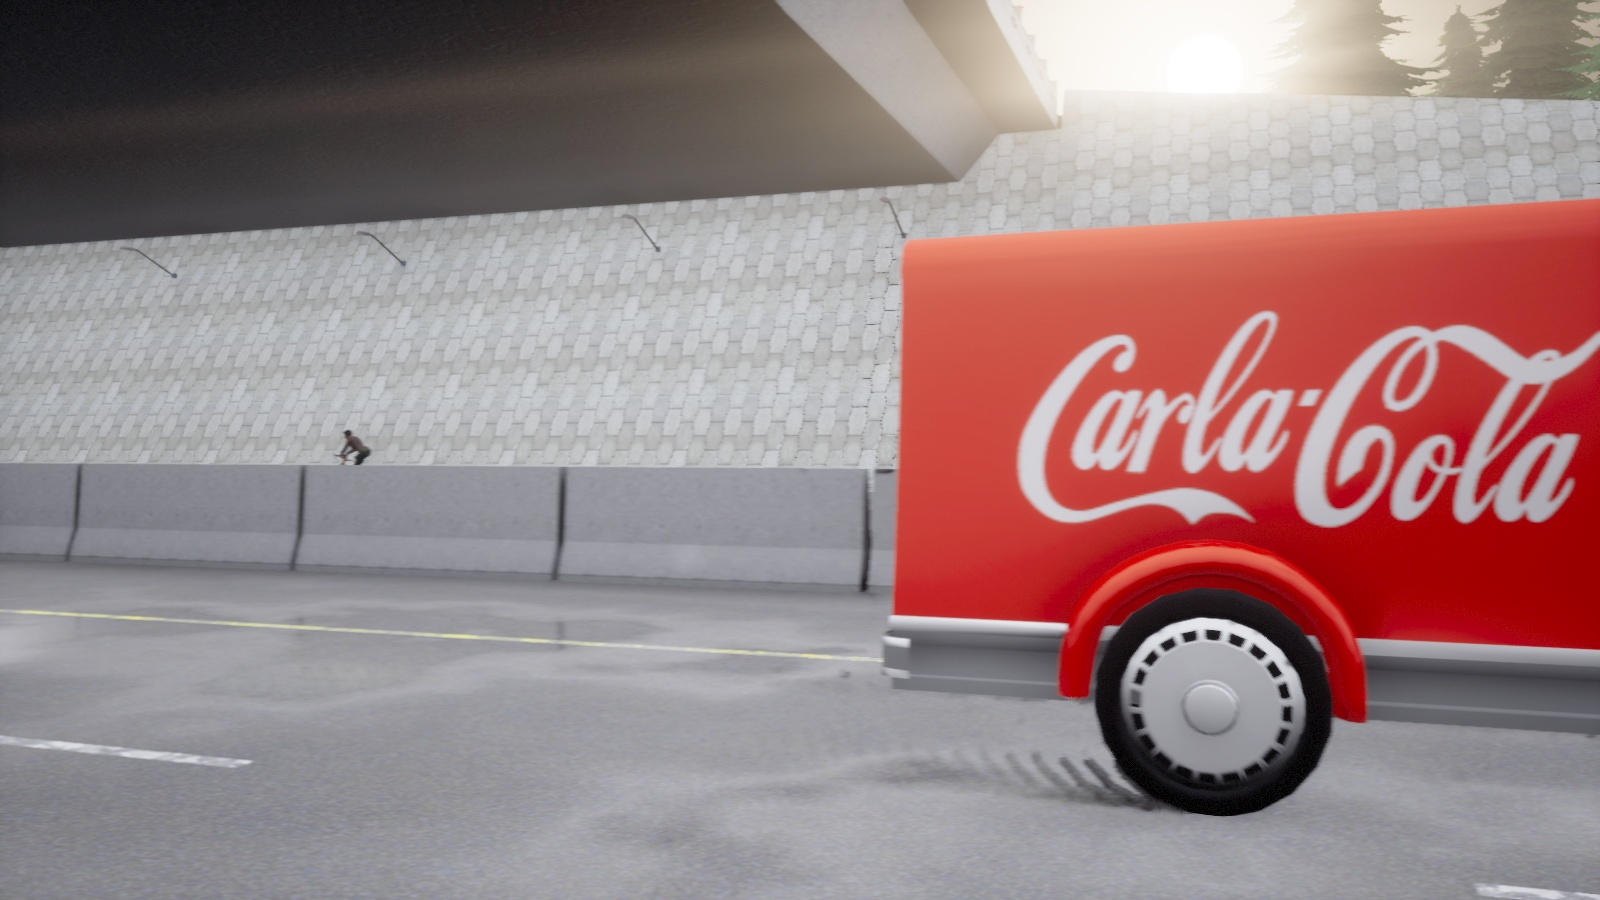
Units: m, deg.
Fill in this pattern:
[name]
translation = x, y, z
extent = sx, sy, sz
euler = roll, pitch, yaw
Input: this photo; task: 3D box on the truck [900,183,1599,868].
[truck]
translation = 3.321, 0.257, 5.761
extent = 5.204, 2.467, 2.627
euler = 1, 1, 19
